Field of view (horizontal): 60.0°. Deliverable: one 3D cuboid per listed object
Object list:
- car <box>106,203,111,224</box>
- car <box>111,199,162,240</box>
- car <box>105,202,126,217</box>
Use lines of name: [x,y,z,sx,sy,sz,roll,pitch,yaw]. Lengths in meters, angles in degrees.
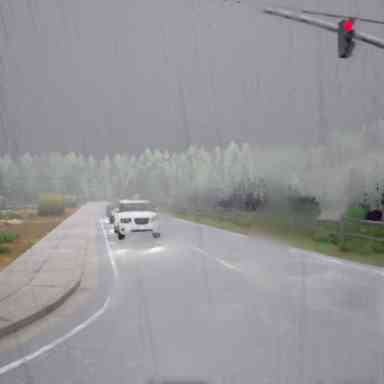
car: [-6.098,1.742,28.881,2.097,1.767,4.553,-1,-1,-16]
car: [-3.230,1.458,19.066,2.150,2.045,5.566,-1,-1,-16]
car: [-9.002,2.036,38.865,2.128,1.511,4.902,-1,-1,-16]
